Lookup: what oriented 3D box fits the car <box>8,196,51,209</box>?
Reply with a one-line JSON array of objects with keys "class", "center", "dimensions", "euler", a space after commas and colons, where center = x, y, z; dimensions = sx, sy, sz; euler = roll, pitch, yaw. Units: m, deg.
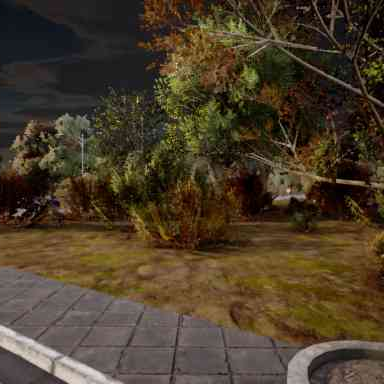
[{"class": "car", "center": [-20.742, 1.277, 42.627], "dimensions": [1.812, 1.442, 4.674], "euler": [0, 0, 32]}]

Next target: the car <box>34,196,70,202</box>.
[{"class": "car", "center": [-17.480, 1.127, 41.241], "dimensions": [2.097, 1.767, 4.553], "euler": [0, 0, 32]}]
